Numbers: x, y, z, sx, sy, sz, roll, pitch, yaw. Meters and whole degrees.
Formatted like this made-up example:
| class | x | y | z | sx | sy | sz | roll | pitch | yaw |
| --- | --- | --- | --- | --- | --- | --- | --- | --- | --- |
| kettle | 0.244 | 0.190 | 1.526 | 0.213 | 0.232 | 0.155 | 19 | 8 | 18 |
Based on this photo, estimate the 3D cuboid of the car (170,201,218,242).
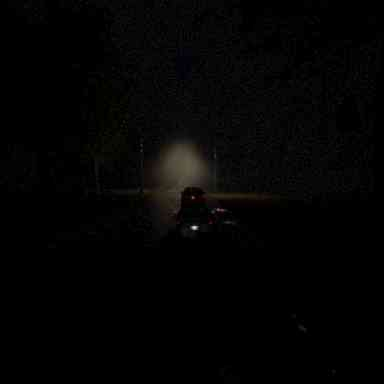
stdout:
| class | x | y | z | sx | sy | sz | roll | pitch | yaw |
| --- | --- | --- | --- | --- | --- | --- | --- | --- | --- |
| car | 0.097 | 1.308 | 14.896 | 1.994 | 1.385 | 4.181 | 0 | 1 | 0 |

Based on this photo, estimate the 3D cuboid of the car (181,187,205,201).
| class | x | y | z | sx | sy | sz | roll | pitch | yaw |
| --- | --- | --- | --- | --- | --- | --- | --- | --- | --- |
| car | 0.098 | 0.515 | 32.638 | 2.150 | 2.045 | 5.566 | 0 | 2 | 0 |
